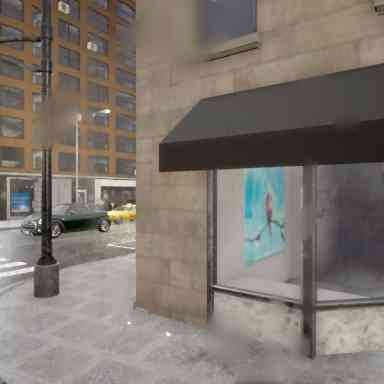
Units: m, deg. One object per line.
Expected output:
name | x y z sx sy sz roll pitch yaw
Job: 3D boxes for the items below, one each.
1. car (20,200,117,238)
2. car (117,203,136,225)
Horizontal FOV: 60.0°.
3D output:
car | -6.634 1.366 17.825 2.097 1.767 4.553 0 0 36
car | -4.829 1.548 24.650 1.752 1.417 4.829 0 0 36
